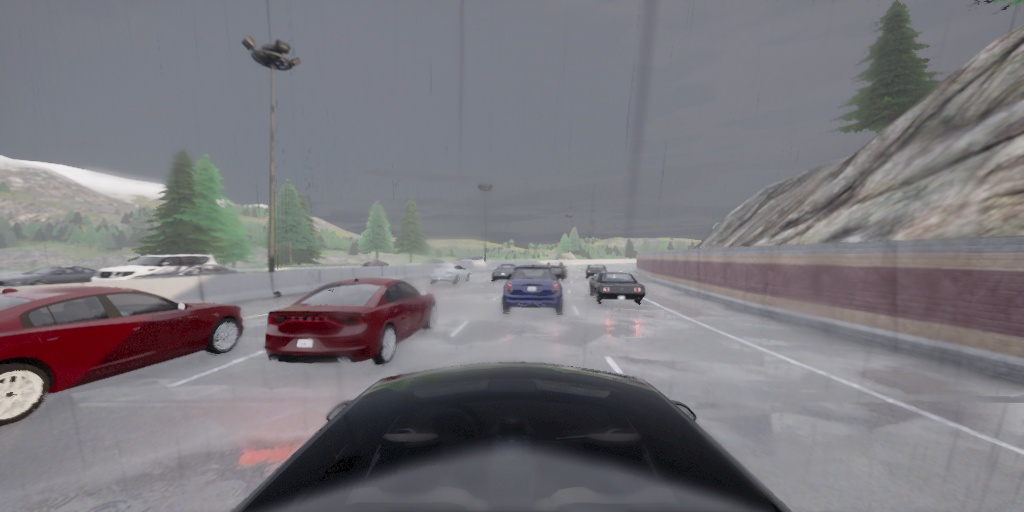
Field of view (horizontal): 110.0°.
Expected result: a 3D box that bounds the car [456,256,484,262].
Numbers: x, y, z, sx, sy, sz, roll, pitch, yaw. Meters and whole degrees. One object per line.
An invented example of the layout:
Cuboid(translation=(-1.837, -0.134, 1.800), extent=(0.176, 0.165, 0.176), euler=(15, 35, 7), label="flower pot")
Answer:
Cuboid(translation=(-6.432, 0.970, 57.324), extent=(2.150, 2.045, 5.566), euler=(0, 0, 22), label="car")

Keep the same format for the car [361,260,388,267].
Cuboid(translation=(-19.711, 1.262, 51.518), extent=(1.994, 1.385, 4.181), euler=(0, 0, 19), label="car")

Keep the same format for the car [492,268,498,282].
Cuboid(translation=(-0.270, 1.330, 29.097), extent=(1.994, 1.385, 4.181), euler=(0, 0, 12), label="car")

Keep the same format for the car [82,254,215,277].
Cuboid(translation=(-19.729, 0.899, 20.347), extent=(2.150, 2.045, 5.566), euler=(0, 0, 7), label="car")

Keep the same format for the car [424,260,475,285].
Cuboid(translation=(-4.433, 1.273, 26.182), extent=(1.812, 1.442, 4.674), euler=(0, 0, 10), label="car")

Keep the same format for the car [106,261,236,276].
Cuboid(translation=(-16.462, 1.182, 18.120), extent=(2.128, 1.511, 4.902), euler=(0, 0, 7), label="car")

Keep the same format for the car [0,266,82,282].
Cuboid(translation=(-23.450, 1.225, 18.478), extent=(1.994, 1.385, 4.181), euler=(0, 0, 7), label="car")

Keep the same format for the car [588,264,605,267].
Cuboid(translation=(8.014, 1.405, 33.876), extent=(1.895, 1.301, 4.718), euler=(0, 0, 15), label="car")

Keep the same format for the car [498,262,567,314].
Cuboid(translation=(0.887, 1.114, 14.030), extent=(2.097, 1.767, 4.553), euler=(0, 0, 6), label="car")

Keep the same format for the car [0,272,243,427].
Cuboid(translation=(-6.724, 1.202, 5.647), extent=(1.882, 1.535, 5.008), euler=(0, 0, 2), label="car")

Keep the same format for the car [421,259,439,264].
Cuboid(translation=(-13.164, 1.222, 59.245), extent=(2.128, 1.511, 4.902), euler=(0, 0, 22), label="car")

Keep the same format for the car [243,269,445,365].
Cuboid(translation=(-3.114, 1.218, 8.086), extent=(1.882, 1.535, 5.008), euler=(0, 0, 3), label="car")

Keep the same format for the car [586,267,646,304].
Cuboid(translation=(4.652, 1.380, 16.543), extent=(1.895, 1.301, 4.718), euler=(0, 0, 7), label="car")
